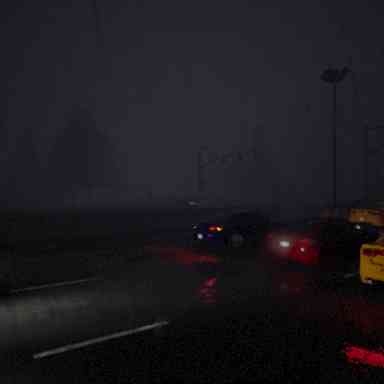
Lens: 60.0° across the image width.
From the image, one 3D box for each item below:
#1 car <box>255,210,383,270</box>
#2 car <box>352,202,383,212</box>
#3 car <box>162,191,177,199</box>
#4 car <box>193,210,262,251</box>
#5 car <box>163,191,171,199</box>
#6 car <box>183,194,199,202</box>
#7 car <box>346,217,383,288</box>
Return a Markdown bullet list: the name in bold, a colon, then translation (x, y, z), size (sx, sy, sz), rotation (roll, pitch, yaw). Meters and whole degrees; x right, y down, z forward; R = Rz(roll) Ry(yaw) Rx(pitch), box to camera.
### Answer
- **car**: translation (4.374, 1.487, 10.890), size (4.181, 1.385, 1.994), rotation (0, 0, -34)
- **car**: translation (11.522, 1.319, 19.935), size (5.008, 1.535, 1.882), rotation (0, 0, -34)
- **car**: translation (-5.044, 1.177, 78.611), size (2.033, 1.411, 5.357), rotation (0, 0, -16)
- **car**: translation (2.211, 1.447, 13.655), size (4.674, 1.442, 1.812), rotation (-1, 0, -34)
- **car**: translation (-7.188, 0.794, 94.164), size (2.150, 2.045, 5.566), rotation (0, 0, -5)
- **car**: translation (-0.183, 1.162, 64.017), size (1.882, 1.535, 5.008), rotation (0, 0, -23)
- **car**: translation (5.939, 1.409, 7.727), size (5.008, 1.535, 1.882), rotation (-1, 0, -34)
